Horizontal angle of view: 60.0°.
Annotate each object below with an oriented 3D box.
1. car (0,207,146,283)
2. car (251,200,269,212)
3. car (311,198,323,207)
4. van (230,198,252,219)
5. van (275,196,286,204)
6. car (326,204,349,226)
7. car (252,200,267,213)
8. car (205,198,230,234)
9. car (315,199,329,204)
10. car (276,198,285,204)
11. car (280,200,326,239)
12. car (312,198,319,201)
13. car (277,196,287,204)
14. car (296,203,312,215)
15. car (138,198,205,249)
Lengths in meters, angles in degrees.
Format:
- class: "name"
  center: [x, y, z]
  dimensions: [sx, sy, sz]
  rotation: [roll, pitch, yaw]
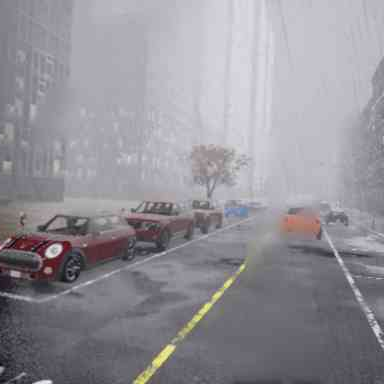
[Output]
- class: "car"
  center: [-3.190, 1.292, 9.152]
  dimensions: [1.967, 1.590, 4.097]
  rotation: [3, 0, 19]
- class: "car"
  center: [9.524, 1.847, 46.393]
  dimensions: [1.752, 1.417, 4.829]
  rotation: [3, 0, 19]
- class: "car"
  center: [28.469, 2.353, 75.921]
  dimensions: [2.192, 1.841, 5.009]
  rotation: [3, 0, 19]
- class: "van"
  center: [4.114, 1.469, 30.524]
  dimensions: [1.690, 1.788, 3.998]
  rotation: [3, 0, 19]
- class: "van"
  center: [20.538, 2.038, 78.611]
  dimensions: [1.690, 1.788, 3.998]
  rotation: [3, 0, 19]
- class: "car"
  center: [12.033, 2.020, 27.834]
  dimensions: [2.008, 1.369, 4.403]
  rotation: [3, 0, 19]
- class: "car"
  center: [7.752, 1.841, 41.212]
  dimensions: [1.802, 1.307, 4.206]
  rotation: [3, 0, 19]
- class: "car"
  center: [0.466, 1.307, 19.838]
  dimensions: [2.192, 1.841, 5.009]
  rotation: [3, 0, 19]
- class: "car"
  center: [20.286, 2.270, 51.057]
  dimensions: [1.837, 1.490, 4.892]
  rotation: [2, 0, 19]
- class: "car"
  center: [22.353, 2.300, 83.956]
  dimensions: [1.887, 1.381, 4.507]
  rotation: [3, 0, 19]
- class: "car"
  center: [6.491, 1.600, 19.631]
  dimensions: [2.097, 1.767, 4.553]
  rotation: [2, 0, 19]
- class: "car"
  center: [24.813, 2.357, 65.237]
  dimensions: [1.967, 1.590, 4.097]
  rotation: [3, 0, 19]
- class: "car"
  center: [24.190, 2.130, 89.297]
  dimensions: [2.192, 1.841, 5.009]
  rotation: [3, 0, 19]
- class: "car"
  center: [14.812, 2.152, 44.033]
  dimensions: [1.895, 1.301, 4.718]
  rotation: [2, 0, 19]
- class: "car"
  center: [-1.359, 1.237, 14.494]
  dimensions: [2.192, 1.841, 5.009]
  rotation: [3, 0, 19]
